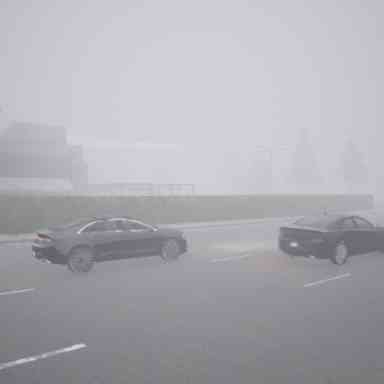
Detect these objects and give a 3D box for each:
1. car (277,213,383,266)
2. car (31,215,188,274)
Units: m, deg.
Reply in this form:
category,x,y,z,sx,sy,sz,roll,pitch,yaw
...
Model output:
category,x,y,z,sx,sy,sz,roll,pitch,yaw
car,5.167,1.477,11.728,5.008,1.535,1.882,0,0,-35
car,-2.409,1.491,10.625,4.902,1.511,2.128,0,0,-35
